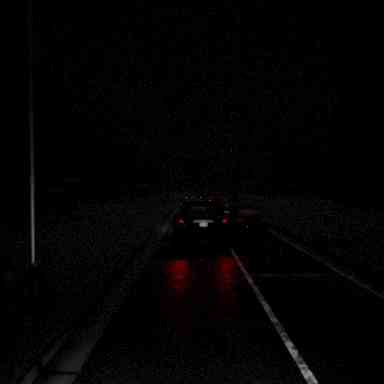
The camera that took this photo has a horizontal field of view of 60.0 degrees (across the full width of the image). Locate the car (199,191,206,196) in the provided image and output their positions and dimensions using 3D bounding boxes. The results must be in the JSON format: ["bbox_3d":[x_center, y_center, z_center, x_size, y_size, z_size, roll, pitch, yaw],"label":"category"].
[{"bbox_3d":[2.889,0.333,91.598,2.008,1.369,4.403,-1,1,0],"label":"car"}]

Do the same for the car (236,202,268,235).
[{"bbox_3d":[2.676,1.335,16.603,1.802,1.307,4.206,-1,1,0],"label":"car"}]

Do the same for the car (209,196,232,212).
[{"bbox_3d":[2.722,1.091,32.808,1.947,1.339,4.313,-1,1,0],"label":"car"}]

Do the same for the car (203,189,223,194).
[{"bbox_3d":[2.734,0.767,38.206,2.192,1.841,5.009,-1,1,0],"label":"car"}]

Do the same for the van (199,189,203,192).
[{"bbox_3d":[2.809,0.448,64.566,1.690,1.788,3.998,-1,1,0],"label":"van"}]

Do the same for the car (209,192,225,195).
[{"bbox_3d":[2.705,1.040,27.404,1.967,1.590,4.097,-1,1,0],"label":"car"}]

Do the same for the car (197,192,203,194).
[{"bbox_3d":[0.212,1.012,38.508,1.994,1.385,4.181,0,1,-1],"label":"car"}]

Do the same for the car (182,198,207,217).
[{"bbox_3d":[0.173,1.197,27.677,1.895,1.301,4.718,0,1,0],"label":"car"}]

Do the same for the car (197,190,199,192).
[{"bbox_3d":[2.824,0.355,69.971,2.192,1.841,5.009,-1,1,0],"label":"car"}]

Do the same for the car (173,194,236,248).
[{"bbox_3d":[0.303,1.144,13.876,2.097,1.767,4.553,0,1,-3],"label":"car"}]
